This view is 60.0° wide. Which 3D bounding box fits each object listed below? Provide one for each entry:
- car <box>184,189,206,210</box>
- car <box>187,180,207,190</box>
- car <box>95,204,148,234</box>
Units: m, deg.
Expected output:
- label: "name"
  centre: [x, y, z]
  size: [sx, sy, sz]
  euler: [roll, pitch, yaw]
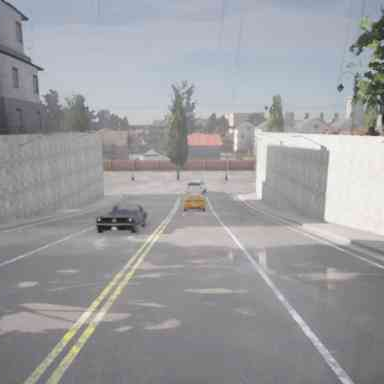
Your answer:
- label: "car"
  centre: [0.226, 0.837, 32.016]
  size: [1.882, 1.535, 5.008]
  euler: [0, 4, 0]
- label: "car"
  centre: [0.647, -0.692, 46.547]
  size: [2.150, 2.045, 5.566]
  euler: [1, 8, 9]
- label: "car"
  centre: [-3.522, 1.326, 17.339]
  size: [1.895, 1.301, 4.718]
  euler: [0, 1, 0]
